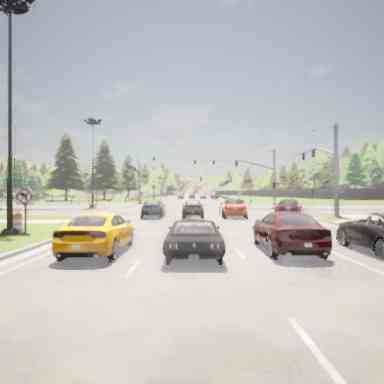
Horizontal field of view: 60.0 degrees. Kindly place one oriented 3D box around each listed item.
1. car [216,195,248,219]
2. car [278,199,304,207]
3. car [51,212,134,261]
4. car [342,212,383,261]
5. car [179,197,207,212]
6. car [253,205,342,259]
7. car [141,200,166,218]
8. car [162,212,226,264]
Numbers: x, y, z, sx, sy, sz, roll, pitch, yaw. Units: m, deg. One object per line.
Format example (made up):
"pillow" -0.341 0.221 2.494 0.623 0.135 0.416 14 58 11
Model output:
"car" 3.586 1.354 29.583 2.097 1.767 4.553 0 0 0
"car" 8.560 1.354 28.886 2.097 1.767 4.553 0 0 22
"car" -3.424 1.479 12.346 1.882 1.535 5.008 0 0 0
"car" 7.077 1.492 12.252 2.128 1.511 4.902 0 0 0
"car" 0.087 1.493 29.839 2.128 1.511 4.902 0 0 0
"car" 3.578 1.478 12.667 1.882 1.535 5.008 0 0 0
"car" -3.413 1.493 29.833 2.128 1.511 4.902 0 0 0
"car" 0.075 1.602 11.859 1.895 1.301 4.718 0 0 0
